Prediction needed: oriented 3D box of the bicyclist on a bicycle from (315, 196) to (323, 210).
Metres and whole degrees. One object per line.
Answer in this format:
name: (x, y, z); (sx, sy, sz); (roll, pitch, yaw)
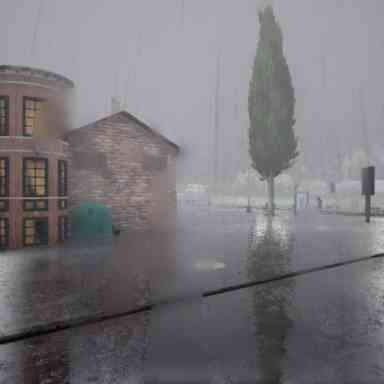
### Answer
bicyclist on a bicycle: (15.318, 1.340, 40.146); (1.656, 1.620, 0.582); (0, 0, -36)
